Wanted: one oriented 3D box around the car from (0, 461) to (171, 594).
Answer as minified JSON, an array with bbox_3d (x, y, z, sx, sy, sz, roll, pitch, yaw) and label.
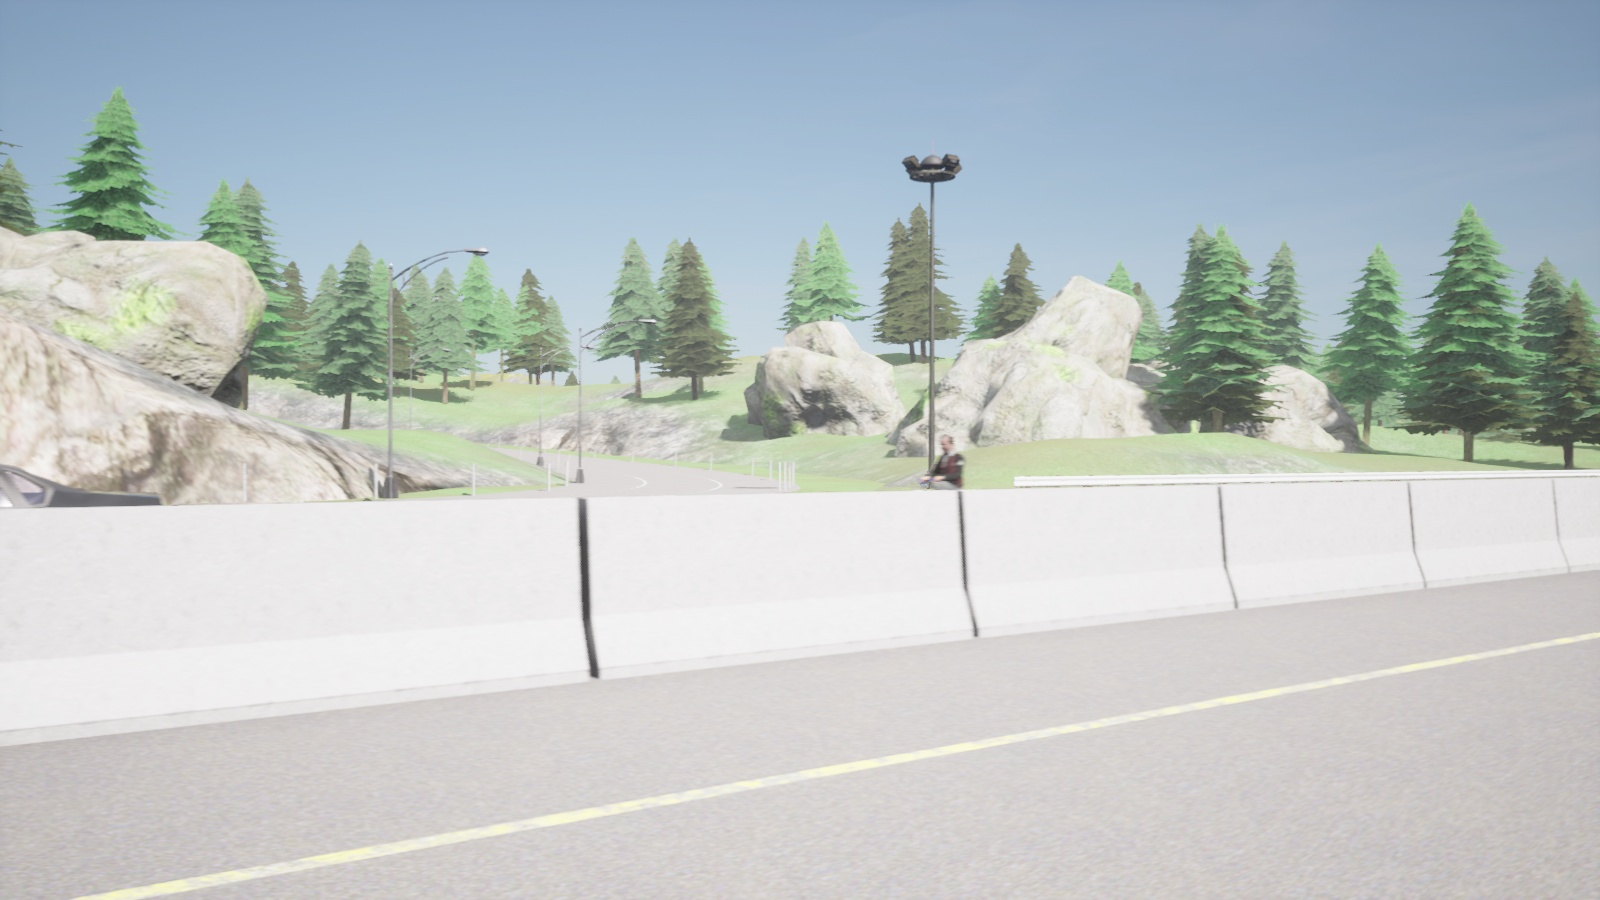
[{"bbox_3d":[-10.015,0.847,13.745,5.357,1.411,2.033,0,0,-35],"label":"car"}]
